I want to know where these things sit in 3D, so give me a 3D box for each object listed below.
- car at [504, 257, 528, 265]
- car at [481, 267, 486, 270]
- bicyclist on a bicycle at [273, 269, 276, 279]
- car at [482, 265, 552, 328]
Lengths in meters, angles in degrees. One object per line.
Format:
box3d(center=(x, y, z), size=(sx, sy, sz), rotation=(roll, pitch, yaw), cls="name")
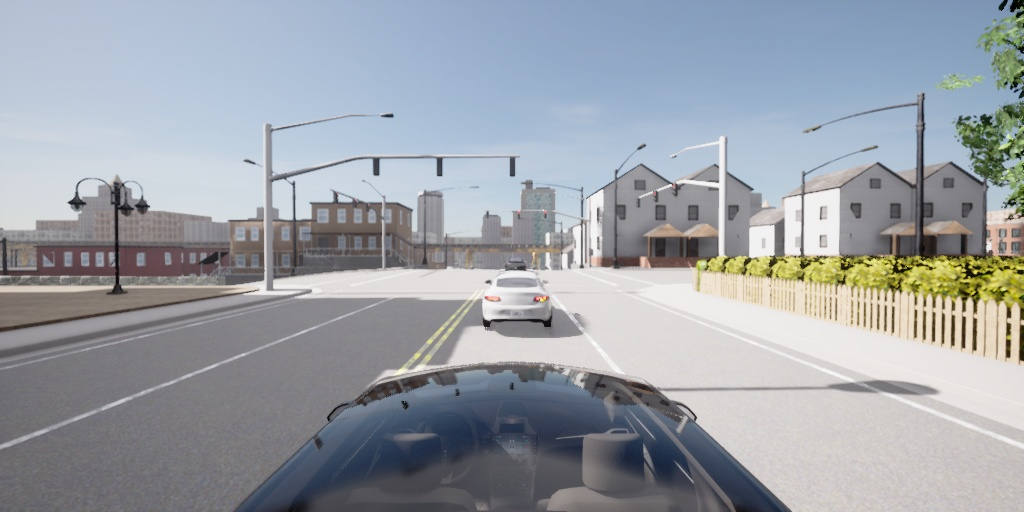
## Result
box3d(center=(0.345, 0.814, 31.810), size=(2.128, 1.511, 4.902), rotation=(0, 1, 1), cls="car")
box3d(center=(-3.232, 2.301, 50.497), size=(1.837, 1.490, 4.892), rotation=(0, -8, 0), cls="car")
box3d(center=(-25.362, 1.745, 37.625), size=(0.582, 1.620, 1.656), rotation=(-8, 1, 1), cls="bicyclist on a bicycle")
box3d(center=(0.147, 1.158, 10.775), size=(1.812, 1.442, 4.674), rotation=(0, 1, 1), cls="car")
